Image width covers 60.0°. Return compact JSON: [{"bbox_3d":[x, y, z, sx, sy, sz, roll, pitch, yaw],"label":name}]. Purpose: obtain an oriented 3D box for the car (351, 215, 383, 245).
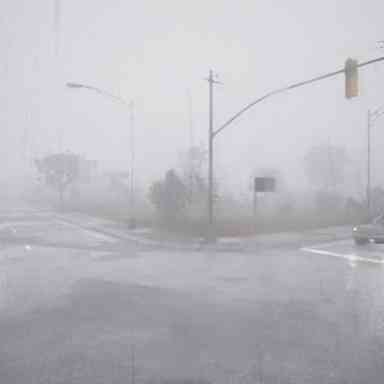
[{"bbox_3d":[9.110,1.675,14.765,4.718,1.301,1.895,0,0,-35],"label":"car"}]
